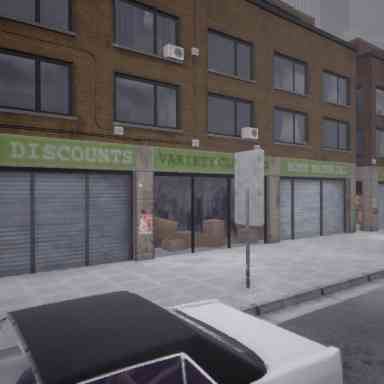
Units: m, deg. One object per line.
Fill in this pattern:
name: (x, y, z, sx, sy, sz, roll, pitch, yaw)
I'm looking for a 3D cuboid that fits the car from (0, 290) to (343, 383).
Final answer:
car: (-1.049, 1.601, 2.344, 4.718, 1.301, 1.895, 0, 0, -36)
